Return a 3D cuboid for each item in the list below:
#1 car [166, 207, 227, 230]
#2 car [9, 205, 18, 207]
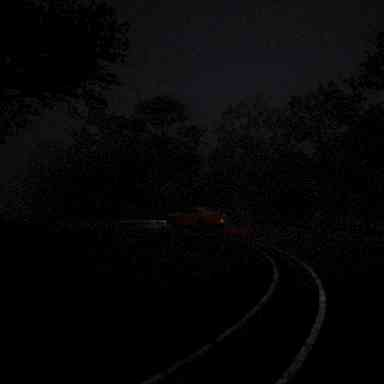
[{"bbox_3d":[0.236,1.855,24.606,5.008,1.535,1.882,-1,-2,42],"label":"car"},{"bbox_3d":[-31.503,2.585,58.655,2.033,1.411,5.357,0,-1,-27],"label":"car"}]
